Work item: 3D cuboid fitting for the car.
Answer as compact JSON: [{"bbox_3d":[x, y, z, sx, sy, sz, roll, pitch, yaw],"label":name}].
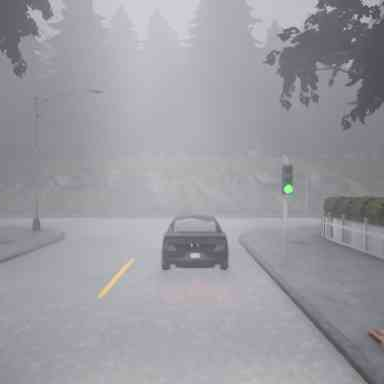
[{"bbox_3d":[0.079,1.470,10.955,1.882,1.535,5.008,0,0,0],"label":"car"}]
